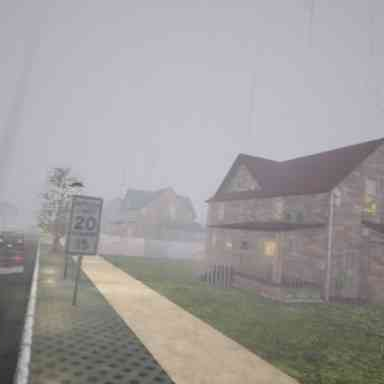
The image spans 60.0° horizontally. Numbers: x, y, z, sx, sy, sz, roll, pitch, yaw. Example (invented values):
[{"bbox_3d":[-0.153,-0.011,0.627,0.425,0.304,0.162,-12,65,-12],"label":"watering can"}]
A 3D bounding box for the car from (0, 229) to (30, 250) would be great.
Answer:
[{"bbox_3d":[-14.217,3.818,26.412,1.895,1.301,4.718,9,-8,-23],"label":"car"}]

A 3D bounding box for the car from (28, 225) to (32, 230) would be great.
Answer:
[{"bbox_3d":[-38.270,8.532,79.784,1.994,1.385,4.181,9,-8,-23],"label":"car"}]
